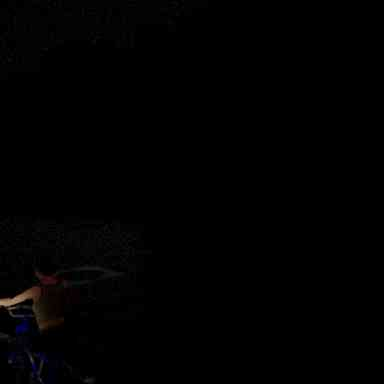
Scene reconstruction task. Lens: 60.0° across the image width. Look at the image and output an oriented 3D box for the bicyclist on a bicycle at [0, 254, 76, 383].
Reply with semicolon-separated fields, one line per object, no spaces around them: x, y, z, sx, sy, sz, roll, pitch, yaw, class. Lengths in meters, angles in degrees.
-1.637;1.442;3.523;1.509;1.612;0.866;5;2;39;bicyclist on a bicycle
